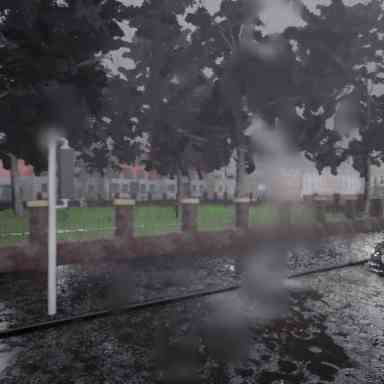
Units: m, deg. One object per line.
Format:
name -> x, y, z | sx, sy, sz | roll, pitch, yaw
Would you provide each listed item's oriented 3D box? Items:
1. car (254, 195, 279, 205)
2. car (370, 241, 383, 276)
car -> 11.459, 1.146, 49.801 | 1.882, 1.535, 5.008 | 0, 0, -32
car -> 6.706, 1.468, 8.840 | 4.892, 1.490, 1.837 | 0, 1, -33
